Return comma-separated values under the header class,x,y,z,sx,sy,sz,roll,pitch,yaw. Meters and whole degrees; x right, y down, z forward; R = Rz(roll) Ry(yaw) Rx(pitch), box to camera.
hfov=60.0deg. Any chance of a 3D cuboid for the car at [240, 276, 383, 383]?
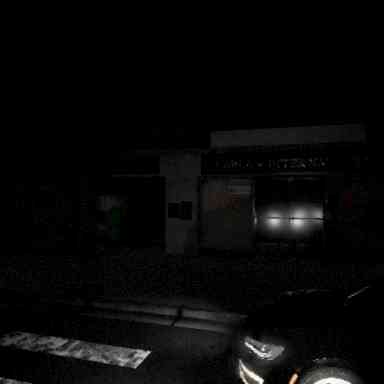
class,x,y,z,sx,sy,sz,roll,pitch,yaw
car,2.940,1.512,3.343,4.892,1.490,1.837,-1,-1,17
